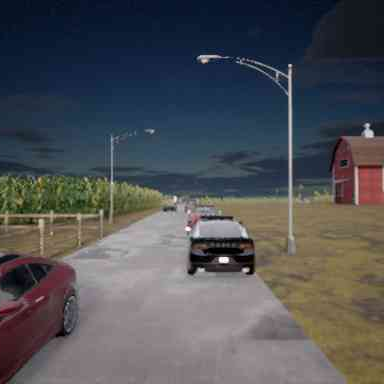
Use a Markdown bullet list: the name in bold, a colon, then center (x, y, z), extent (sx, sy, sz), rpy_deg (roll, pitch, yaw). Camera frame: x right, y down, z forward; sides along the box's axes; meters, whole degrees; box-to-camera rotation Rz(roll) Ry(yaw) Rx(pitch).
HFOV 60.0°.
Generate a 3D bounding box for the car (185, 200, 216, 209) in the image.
- **car**: center (0.776, 1.585, 20.886), extent (2.097, 1.767, 4.553), rpy_deg (0, -1, 0)

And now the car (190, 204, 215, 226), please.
- **car**: center (0.762, 1.809, 26.916), extent (1.837, 1.490, 4.892), rpy_deg (0, -1, 0)

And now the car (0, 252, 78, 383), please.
- **car**: center (-2.856, 1.571, 4.084), extent (1.812, 1.442, 4.674), rpy_deg (0, -1, 0)

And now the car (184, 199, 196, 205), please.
- **car**: center (-0.107, 2.099, 48.087), extent (2.128, 1.511, 4.902), rpy_deg (0, -1, 0)

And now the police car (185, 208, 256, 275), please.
- **police car**: center (0.801, 1.547, 11.023), extent (1.930, 1.638, 5.238), rpy_deg (0, -1, 0)

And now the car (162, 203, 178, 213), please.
- **car**: center (-2.950, 2.154, 45.085), extent (1.895, 1.301, 4.718), rpy_deg (0, -1, 0)
